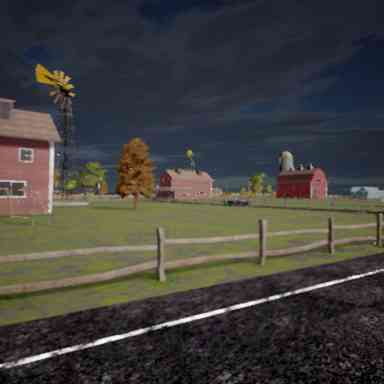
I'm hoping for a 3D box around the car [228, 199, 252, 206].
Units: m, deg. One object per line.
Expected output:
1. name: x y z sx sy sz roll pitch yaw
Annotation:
1. car: 8.743 1.939 60.836 1.895 1.301 4.718 2 -1 -34
